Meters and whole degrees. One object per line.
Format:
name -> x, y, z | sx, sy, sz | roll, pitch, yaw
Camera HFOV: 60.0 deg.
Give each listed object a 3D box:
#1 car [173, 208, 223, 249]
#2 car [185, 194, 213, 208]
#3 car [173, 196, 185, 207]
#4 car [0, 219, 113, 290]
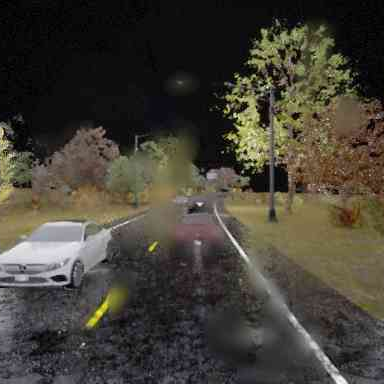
car -> 0.263, 1.606, 14.571 | 1.895, 1.301, 4.718 | 0, 0, 1
car -> 0.795, 1.234, 31.712 | 2.150, 2.045, 5.566 | 0, 0, 2
car -> -1.753, 1.371, 52.286 | 2.097, 1.767, 4.553 | 0, 0, 4
car -> -3.514, 1.528, 9.255 | 1.812, 1.442, 4.674 | 0, 0, 1
